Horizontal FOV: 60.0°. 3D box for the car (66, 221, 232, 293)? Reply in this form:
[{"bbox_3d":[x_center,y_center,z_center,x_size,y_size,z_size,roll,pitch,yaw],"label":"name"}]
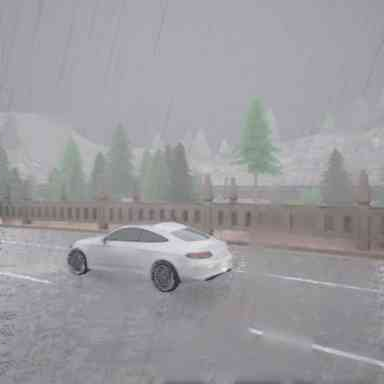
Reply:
[{"bbox_3d":[-1.236,1.490,8.711,4.674,1.442,1.812,0,0,32],"label":"car"}]
